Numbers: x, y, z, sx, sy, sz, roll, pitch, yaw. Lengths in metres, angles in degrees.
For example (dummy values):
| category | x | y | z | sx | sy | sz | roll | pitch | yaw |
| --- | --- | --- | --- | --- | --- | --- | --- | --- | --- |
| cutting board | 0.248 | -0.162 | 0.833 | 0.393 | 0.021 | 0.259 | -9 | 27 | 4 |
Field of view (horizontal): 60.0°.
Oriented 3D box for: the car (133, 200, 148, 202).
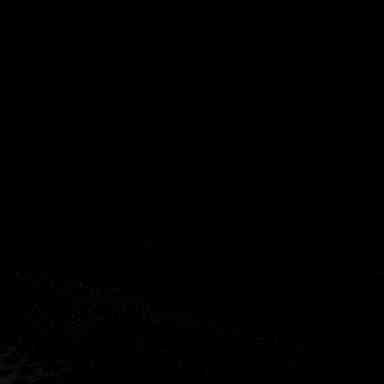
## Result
| category | x | y | z | sx | sy | sz | roll | pitch | yaw |
| --- | --- | --- | --- | --- | --- | --- | --- | --- | --- |
| car | -7.815 | 1.841 | 49.995 | 2.033 | 1.411 | 5.357 | 1 | 0 | 36 |
